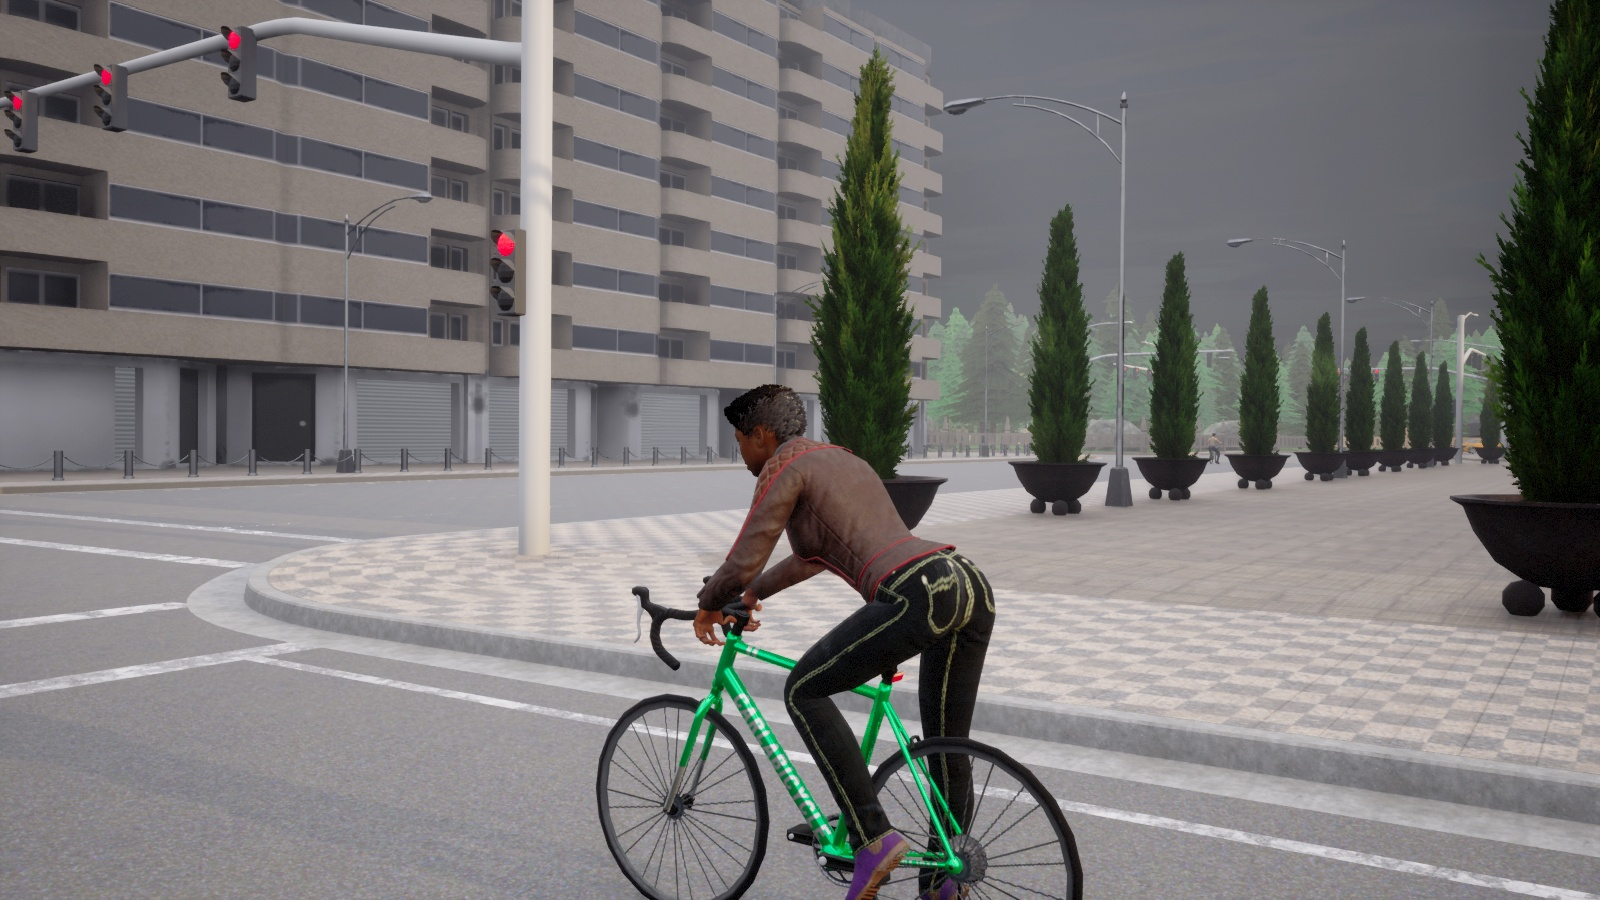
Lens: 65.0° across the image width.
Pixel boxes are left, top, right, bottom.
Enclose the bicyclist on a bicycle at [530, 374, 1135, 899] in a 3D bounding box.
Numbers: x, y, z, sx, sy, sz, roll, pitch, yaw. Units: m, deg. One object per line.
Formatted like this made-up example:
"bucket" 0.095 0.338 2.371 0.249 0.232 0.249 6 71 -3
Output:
"bicyclist on a bicycle" 0.045 0.635 3.593 1.656 1.620 0.582 0 1 34
